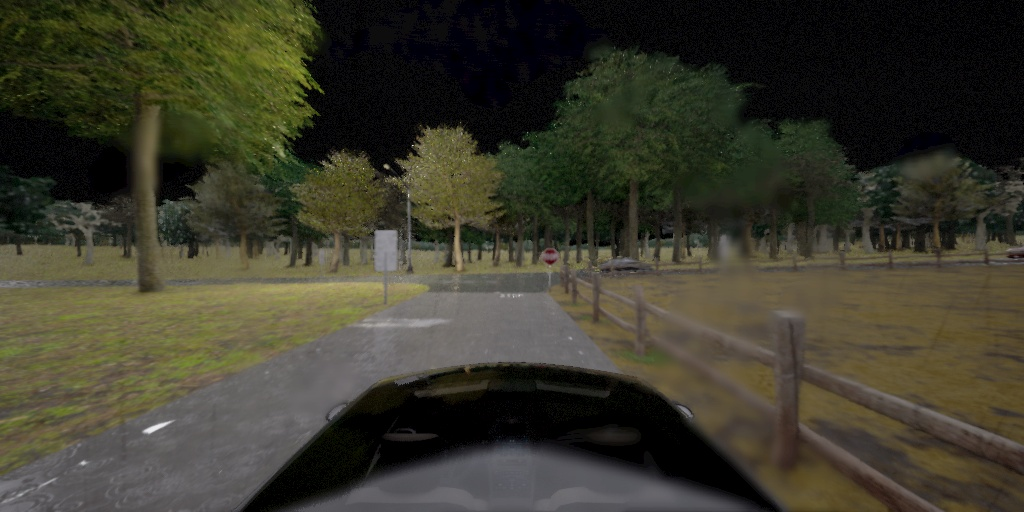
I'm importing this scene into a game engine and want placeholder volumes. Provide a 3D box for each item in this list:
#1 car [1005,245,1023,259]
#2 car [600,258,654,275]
[{"bbox_3d":[52.192,-0.635,35.528,4.553,1.767,2.097,-2,0,0],"label":"car"},{"bbox_3d":[10.315,0.873,32.341,4.674,1.442,1.812,-2,0,0],"label":"car"}]
